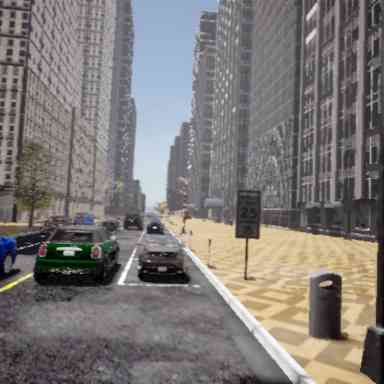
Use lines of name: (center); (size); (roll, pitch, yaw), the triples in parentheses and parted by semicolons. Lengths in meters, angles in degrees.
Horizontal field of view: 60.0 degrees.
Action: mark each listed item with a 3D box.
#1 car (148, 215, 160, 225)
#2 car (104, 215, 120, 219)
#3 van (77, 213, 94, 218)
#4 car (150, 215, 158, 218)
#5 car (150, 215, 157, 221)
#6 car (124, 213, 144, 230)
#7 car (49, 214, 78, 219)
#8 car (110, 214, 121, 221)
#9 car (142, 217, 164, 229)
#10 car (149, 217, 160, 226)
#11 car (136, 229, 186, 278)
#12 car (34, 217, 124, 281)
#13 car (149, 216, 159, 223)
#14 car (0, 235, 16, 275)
car: (-7.212, 5.269, 63.168); (1.967, 1.590, 4.097); (2, -4, -7)
car: (-10.629, 4.051, 43.457); (1.895, 1.301, 4.718); (3, -4, -6)
van: (-12.905, 3.382, 39.856); (1.690, 1.788, 3.998); (3, -4, -7)
car: (-5.907, 4.724, 51.971); (1.947, 1.339, 4.313); (2, -4, -7)
car: (-10.491, 7.047, 91.134); (1.887, 1.381, 4.507); (3, -4, -7)
car: (-7.331, 3.643, 41.700); (2.150, 2.045, 5.566); (3, -3, -6)
car: (-11.598, 2.809, 28.663); (1.967, 1.590, 4.097); (3, -4, -7)
car: (-16.842, 5.617, 73.400); (1.947, 1.339, 4.313); (3, -4, -7)
car: (-3.942, 3.717, 35.187); (1.947, 1.339, 4.313); (2, -4, -7)
car: (-6.563, 5.075, 57.564); (1.802, 1.307, 4.206); (2, -4, -7)
car: (-1.193, 2.363, 12.827); (2.008, 1.369, 4.403); (2, -4, -7)
car: (-3.915, 1.990, 12.106); (2.097, 1.767, 4.553); (3, -4, -6)
car: (-7.872, 5.729, 68.754); (1.947, 1.339, 4.313); (2, -4, -7)
car: (-6.723, 1.805, 9.330); (1.882, 1.535, 5.008); (3, -3, -6)
